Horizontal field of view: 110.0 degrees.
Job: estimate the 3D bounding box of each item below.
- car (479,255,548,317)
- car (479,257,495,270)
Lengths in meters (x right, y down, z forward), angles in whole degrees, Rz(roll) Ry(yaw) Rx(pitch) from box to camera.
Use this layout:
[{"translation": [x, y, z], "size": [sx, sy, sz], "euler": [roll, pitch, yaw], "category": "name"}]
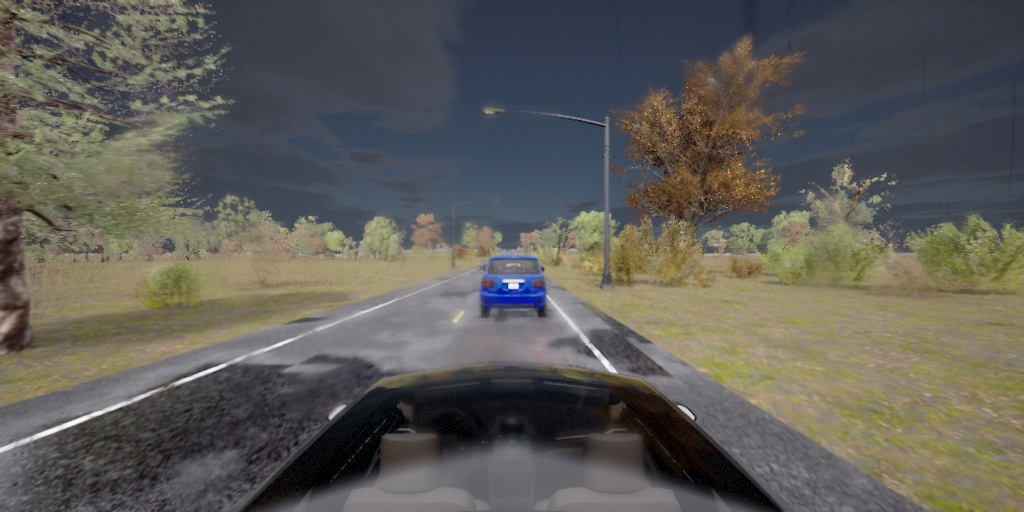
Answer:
[{"translation": [0.071, 0.971, 13.312], "size": [2.150, 2.045, 5.566], "euler": [0, 0, 0], "category": "car"}, {"translation": [-3.552, 1.079, 51.741], "size": [2.097, 1.767, 4.553], "euler": [0, 0, 0], "category": "car"}]
